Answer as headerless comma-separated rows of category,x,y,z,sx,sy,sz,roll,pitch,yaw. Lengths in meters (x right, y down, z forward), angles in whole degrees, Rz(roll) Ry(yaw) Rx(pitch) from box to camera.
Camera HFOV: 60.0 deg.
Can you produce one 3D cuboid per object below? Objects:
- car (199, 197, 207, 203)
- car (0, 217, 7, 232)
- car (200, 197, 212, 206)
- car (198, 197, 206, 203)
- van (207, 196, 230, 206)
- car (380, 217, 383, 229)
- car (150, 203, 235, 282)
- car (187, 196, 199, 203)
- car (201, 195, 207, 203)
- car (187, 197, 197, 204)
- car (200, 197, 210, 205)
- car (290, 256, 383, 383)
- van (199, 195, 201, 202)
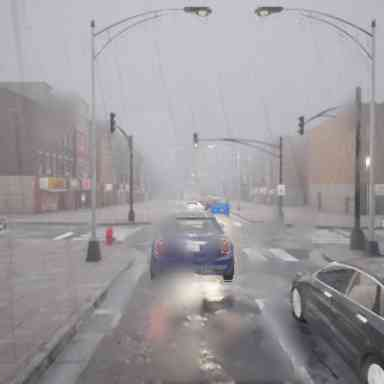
car,2.621,1.992,79.038,1.802,1.307,4.206,-2,-1,0
car,-11.718,1.420,16.521,4.674,1.442,1.812,1,1,2
car,2.619,1.704,63.169,1.967,1.590,4.097,-1,-1,0
car,2.619,2.070,89.619,1.887,1.381,4.507,-2,-1,0
van,2.619,1.409,31.428,1.690,1.788,3.998,-1,0,0
car,13.675,1.677,19.422,4.902,1.511,2.128,1,1,0
car,-0.063,1.363,10.017,2.097,1.767,4.553,0,0,-2
car,0.004,1.858,62.307,1.895,1.301,4.718,0,0,0
car,2.618,1.433,42.010,2.192,1.841,5.009,-1,0,0
car,0.002,1.869,72.273,2.128,1.511,4.902,0,-1,0
car,2.621,1.854,68.458,1.887,1.381,4.507,-1,-1,0
car,2.626,1.552,4.469,2.008,1.369,4.403,-1,0,0
van,2.617,1.564,57.880,1.690,1.788,3.998,-1,0,0
